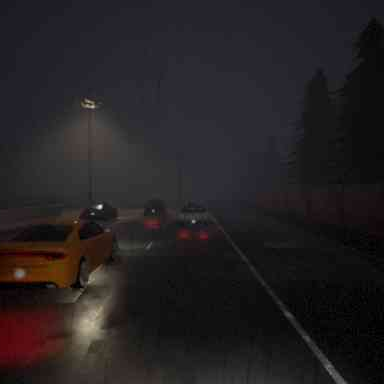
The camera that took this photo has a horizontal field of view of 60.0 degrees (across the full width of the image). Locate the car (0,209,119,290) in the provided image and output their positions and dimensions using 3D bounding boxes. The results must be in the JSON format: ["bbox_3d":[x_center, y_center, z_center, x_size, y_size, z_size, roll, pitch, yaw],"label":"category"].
[{"bbox_3d":[-3.399,1.451,9.040,1.882,1.535,5.008,0,0,0],"label":"car"}]

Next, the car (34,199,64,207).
[{"bbox_3d":[-17.647,1.429,40.108,2.033,1.411,5.357,0,0,0],"label":"car"}]

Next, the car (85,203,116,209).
[{"bbox_3d":[-6.910,1.490,25.165,1.994,1.385,4.181,0,0,0],"label":"car"}]

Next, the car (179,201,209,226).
[{"bbox_3d":[0.099,1.534,22.749,1.895,1.301,4.718,0,0,0],"label":"car"}]

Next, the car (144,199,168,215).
[{"bbox_3d":[-3.454,1.411,31.978,1.837,1.490,4.892,0,0,0],"label":"car"}]

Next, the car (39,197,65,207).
[{"bbox_3d":[-20.992,1.416,50.080,1.994,1.385,4.181,0,0,2],"label":"car"}]

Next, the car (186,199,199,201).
[{"bbox_3d":[0.023,1.484,39.649,1.895,1.301,4.718,0,0,0],"label":"car"}]
